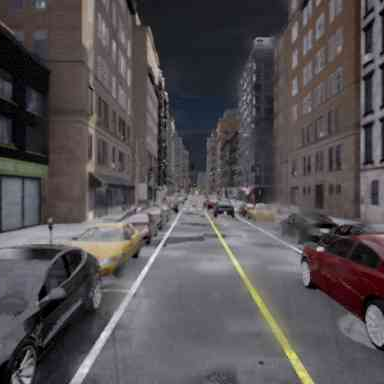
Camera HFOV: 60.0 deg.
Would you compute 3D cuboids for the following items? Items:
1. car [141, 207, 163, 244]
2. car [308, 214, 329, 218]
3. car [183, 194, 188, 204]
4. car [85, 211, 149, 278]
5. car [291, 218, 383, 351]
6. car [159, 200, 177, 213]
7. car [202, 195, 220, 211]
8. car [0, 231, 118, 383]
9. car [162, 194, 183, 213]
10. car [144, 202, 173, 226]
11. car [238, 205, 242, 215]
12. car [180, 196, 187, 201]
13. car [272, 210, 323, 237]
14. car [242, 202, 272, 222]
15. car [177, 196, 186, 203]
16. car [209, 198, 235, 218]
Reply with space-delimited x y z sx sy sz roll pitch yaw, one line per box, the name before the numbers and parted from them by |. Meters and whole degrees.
car | -2.585 1.600 15.804 1.802 1.307 4.206 0 0 0
car | 5.418 1.609 10.351 1.947 1.339 4.313 0 0 0
car | -2.396 1.630 63.918 2.008 1.369 4.403 0 0 0
car | -2.607 1.533 10.222 1.752 1.417 4.829 0 0 0
car | 3.590 1.506 6.236 1.882 1.535 5.008 0 0 0
car | -2.542 1.584 26.630 2.008 1.369 4.403 0 0 0
car | 2.542 1.553 42.891 1.882 1.535 5.008 0 0 -8
car | -2.628 1.564 4.979 1.947 1.339 4.313 0 0 0
car | -2.499 1.362 37.456 2.192 1.841 5.009 0 0 0
car | -2.564 1.577 21.217 2.008 1.369 4.403 0 0 0
car | 5.504 1.656 32.002 1.802 1.307 4.206 0 0 0
car | -2.288 1.669 91.188 1.947 1.339 4.313 0 0 0
car | 5.440 1.618 15.764 1.947 1.339 4.313 0 0 0
car | 5.483 1.593 26.760 1.752 1.417 4.829 0 0 0
car | -2.353 1.615 74.656 1.752 1.417 4.829 0 0 0
car | 2.915 1.567 31.402 1.837 1.490 4.892 0 0 1
